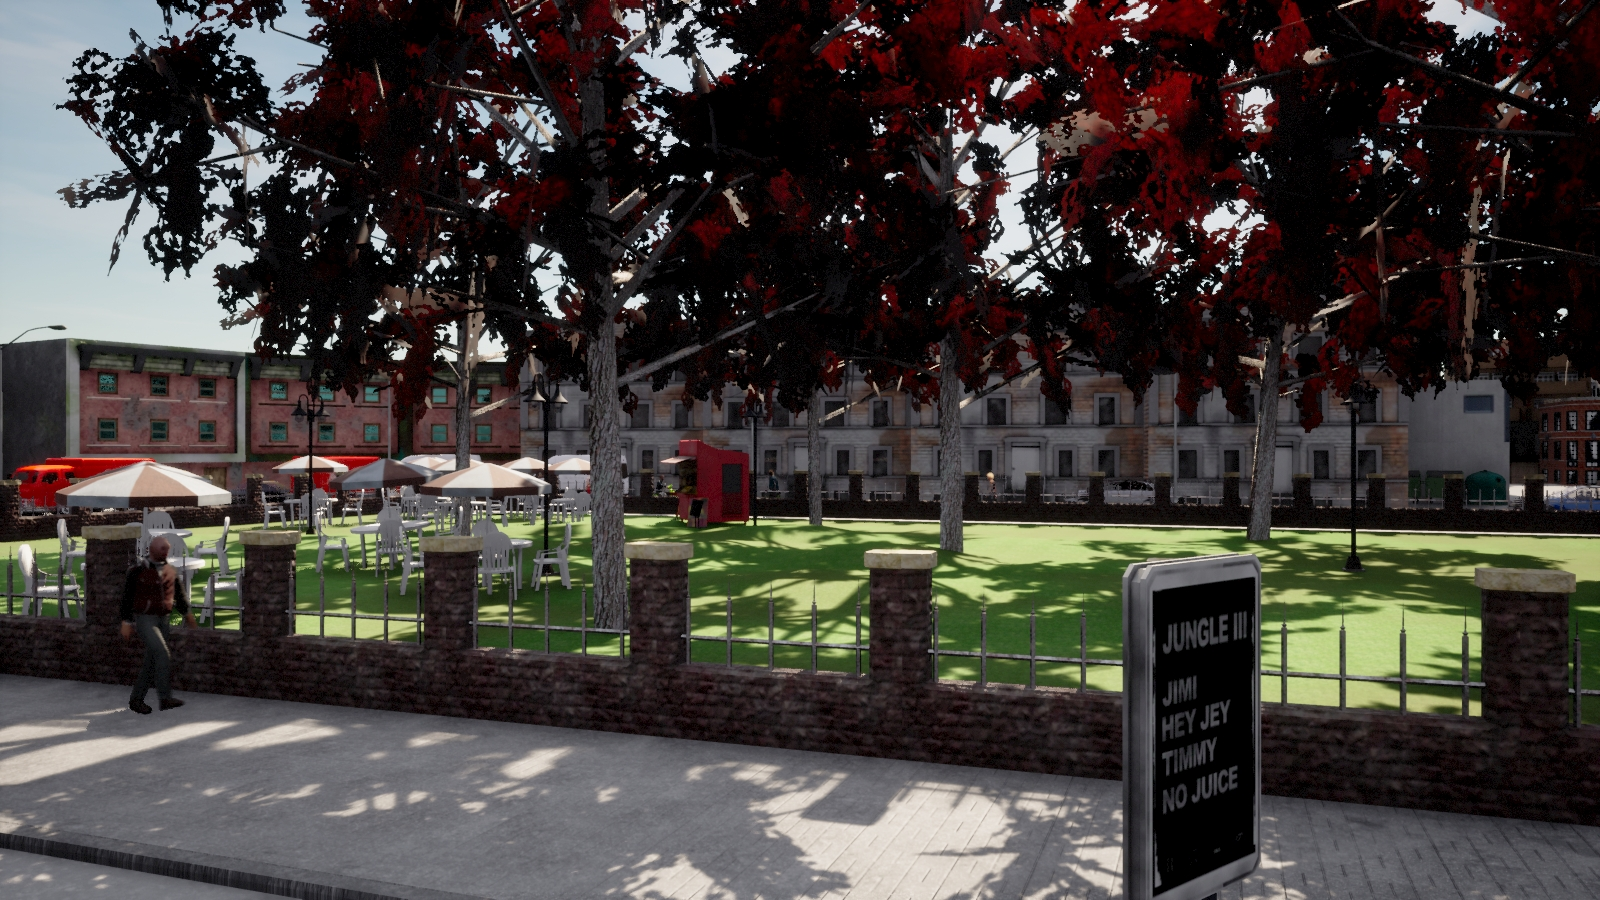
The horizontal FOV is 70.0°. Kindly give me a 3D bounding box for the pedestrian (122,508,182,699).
[{"bbox_3d":[-6.523,1.523,11.503,0.375,1.860,0.375,0,0,23],"label":"pedestrian"}]

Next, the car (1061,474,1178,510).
[{"bbox_3d":[14.299,1.841,51.069,4.892,1.480,2.231,0,0,19],"label":"car"}]

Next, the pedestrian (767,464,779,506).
[{"bbox_3d":[-1.191,1.550,50.421,0.375,1.860,0.375,0,0,-30],"label":"pedestrian"}]

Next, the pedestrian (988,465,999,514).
[{"bbox_3d":[7.490,1.525,44.209,0.375,1.860,0.375,0,0,21],"label":"pedestrian"}]

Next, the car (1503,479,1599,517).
[{"bbox_3d":[31.006,1.886,44.989,5.357,1.411,2.033,0,0,20],"label":"car"}]

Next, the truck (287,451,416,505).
[{"bbox_3d":[-21.581,1.333,55.219,2.627,2.467,5.204,0,-1,34],"label":"truck"}]

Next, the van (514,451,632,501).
[{"bbox_3d":[-12.048,1.315,60.623,5.915,2.561,1.988,0,0,20],"label":"van"}]

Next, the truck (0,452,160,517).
[{"bbox_3d":[-29.581,1.346,47.048,2.627,2.467,5.204,0,0,20],"label":"truck"}]
